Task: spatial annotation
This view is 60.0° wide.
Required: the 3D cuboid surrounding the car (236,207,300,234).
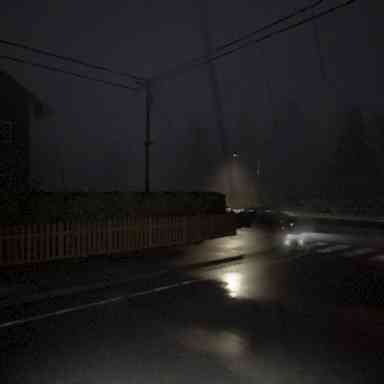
[{"bbox_3d":[4.371,1.628,20.055,1.994,1.385,4.181,0,0,-36],"label":"car"}]
